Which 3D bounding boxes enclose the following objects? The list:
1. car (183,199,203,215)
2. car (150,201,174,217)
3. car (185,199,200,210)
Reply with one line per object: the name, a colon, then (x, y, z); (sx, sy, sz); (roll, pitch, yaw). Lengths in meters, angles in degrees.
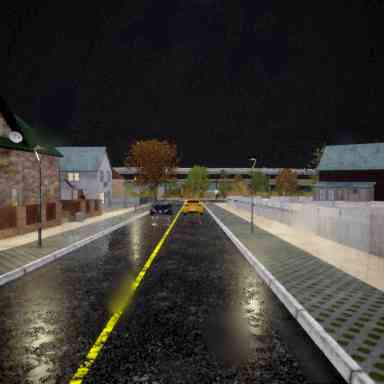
car: (0.119, 1.471, 33.986); (1.882, 1.535, 5.008); (0, 0, 0)
car: (-2.803, 1.556, 31.474); (1.994, 1.385, 4.181); (0, 0, 0)
car: (0.124, 1.602, 44.519); (1.895, 1.301, 4.718); (0, 0, 0)
